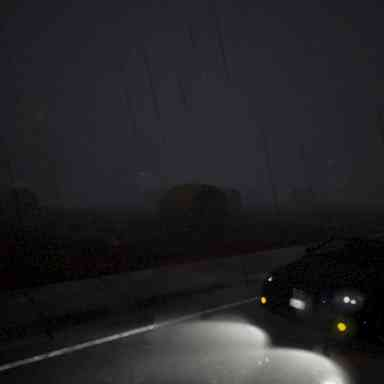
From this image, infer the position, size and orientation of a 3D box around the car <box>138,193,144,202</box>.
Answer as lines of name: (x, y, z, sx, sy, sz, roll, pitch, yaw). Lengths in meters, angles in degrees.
car: (-10.477, 1.225, 73.807, 1.905, 1.878, 3.866, 6, 3, 8)

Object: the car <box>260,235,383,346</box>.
car: (3.260, 1.561, 6.376, 4.181, 1.385, 1.994, 0, 0, -36)
